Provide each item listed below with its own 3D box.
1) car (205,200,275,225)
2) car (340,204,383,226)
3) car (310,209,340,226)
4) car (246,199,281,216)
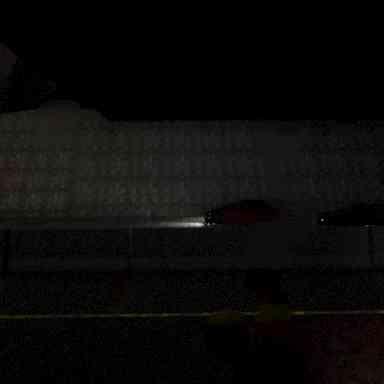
[{"bbox_3d":[2.939,1.412,21.905,4.181,1.385,1.994,0,0,-1],"label":"car"},{"bbox_3d":[9.663,1.335,14.994,4.892,1.490,1.837,-1,0,-1],"label":"car"},{"bbox_3d":[9.479,1.359,18.491,5.357,1.411,2.033,0,0,-1],"label":"car"},{"bbox_3d":[4.313,1.321,25.424,4.892,1.490,1.837,-1,0,-1],"label":"car"}]
